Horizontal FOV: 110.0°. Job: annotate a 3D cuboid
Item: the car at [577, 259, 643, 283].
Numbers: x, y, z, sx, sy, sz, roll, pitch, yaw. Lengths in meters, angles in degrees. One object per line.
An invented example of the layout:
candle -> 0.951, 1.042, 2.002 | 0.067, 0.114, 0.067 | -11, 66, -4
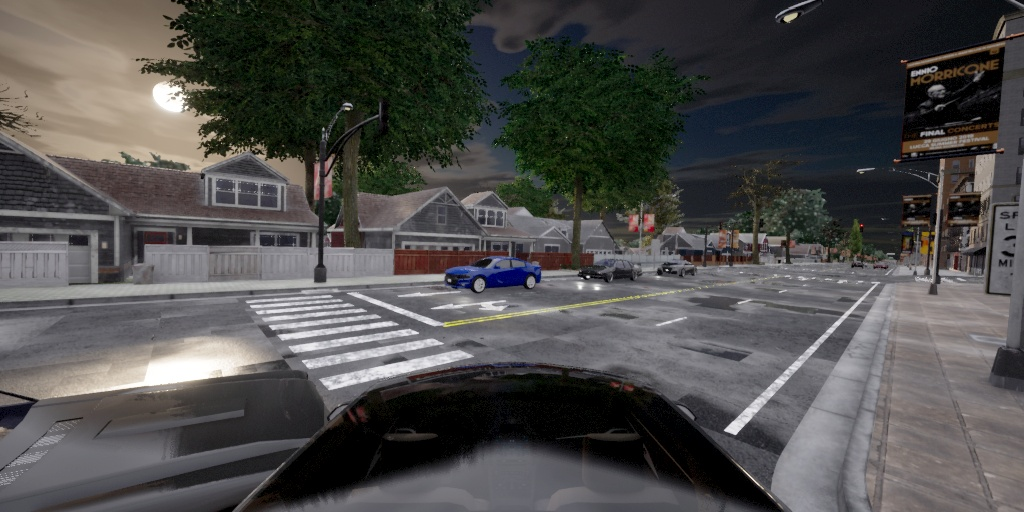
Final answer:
car -> 6.558, 0.889, 23.416 | 5.357, 1.411, 2.033 | 0, 3, -43

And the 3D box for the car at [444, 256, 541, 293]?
car -> -0.769, 0.762, 16.667 | 5.008, 1.535, 1.882 | 0, 3, -43

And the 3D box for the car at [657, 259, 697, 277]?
car -> 13.918, 0.966, 30.165 | 4.181, 1.385, 1.994 | 0, 3, -43

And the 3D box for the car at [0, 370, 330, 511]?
car -> -3.325, 1.279, 1.539 | 4.718, 1.301, 1.895 | 1, 2, -33
